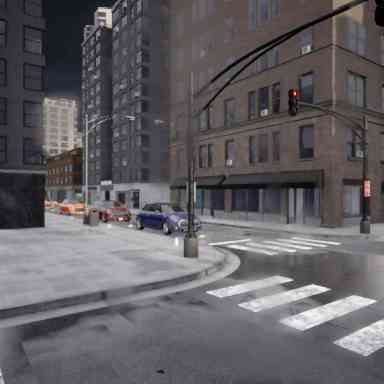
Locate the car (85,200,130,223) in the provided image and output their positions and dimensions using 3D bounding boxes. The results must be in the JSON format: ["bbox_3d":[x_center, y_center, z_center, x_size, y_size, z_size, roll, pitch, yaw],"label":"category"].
[{"bbox_3d":[-6.645,1.460,26.787,2.097,1.767,4.553,0,0,-35],"label":"car"}]

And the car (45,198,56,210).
[{"bbox_3d":[-20.850,1.563,46.813,2.097,1.767,4.553,0,0,-35],"label":"car"}]

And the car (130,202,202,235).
[{"bbox_3d":[-1.447,1.420,19.504,2.097,1.767,4.553,0,0,-38],"label":"car"}]

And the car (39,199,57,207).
[{"bbox_3d":[-24.761,1.863,57.213,1.895,1.301,4.718,0,0,-35],"label":"car"}]

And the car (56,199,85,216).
[{"bbox_3d":[-12.243,1.502,34.658,2.097,1.767,4.553,0,0,-35],"label":"car"}]
